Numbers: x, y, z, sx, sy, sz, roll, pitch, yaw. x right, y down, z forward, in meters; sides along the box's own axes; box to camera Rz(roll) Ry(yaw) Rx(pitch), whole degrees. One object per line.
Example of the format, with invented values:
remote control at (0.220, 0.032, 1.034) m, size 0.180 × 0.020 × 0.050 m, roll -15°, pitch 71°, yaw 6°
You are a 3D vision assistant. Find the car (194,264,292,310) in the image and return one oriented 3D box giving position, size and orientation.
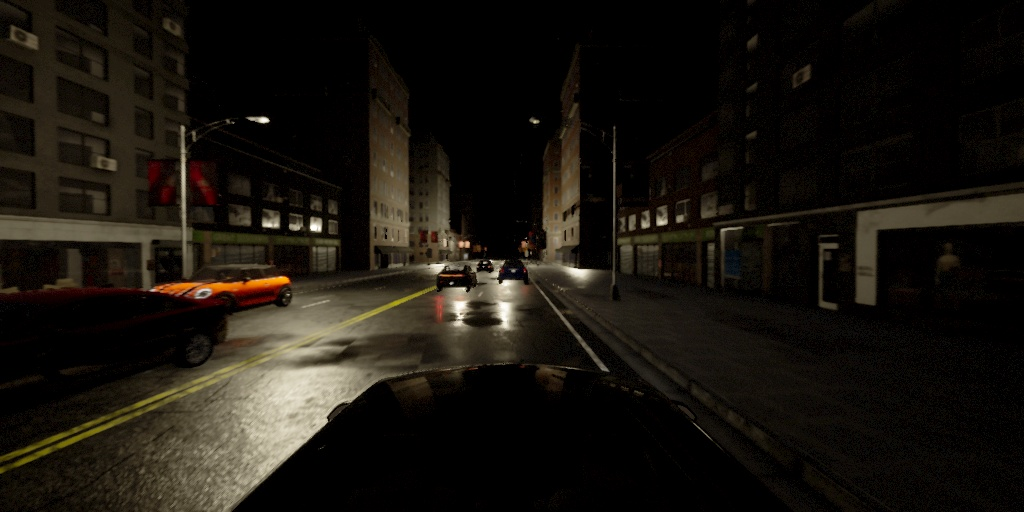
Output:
car at (-9.750, 1.092, 12.286) m, size 2.097 × 1.767 × 4.553 m, roll 0°, pitch 0°, yaw 0°

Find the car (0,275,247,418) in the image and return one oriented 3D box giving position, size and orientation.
car at (-6.565, 1.225, 5.011) m, size 1.882 × 1.535 × 5.008 m, roll 0°, pitch 0°, yaw 0°

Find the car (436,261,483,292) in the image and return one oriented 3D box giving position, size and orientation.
car at (-3.153, 1.219, 21.126) m, size 2.128 × 1.511 × 4.902 m, roll 0°, pitch 0°, yaw 0°

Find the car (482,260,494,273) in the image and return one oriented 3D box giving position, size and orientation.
car at (-3.148, 1.226, 42.326) m, size 2.033 × 1.411 × 5.357 m, roll 0°, pitch 0°, yaw 0°

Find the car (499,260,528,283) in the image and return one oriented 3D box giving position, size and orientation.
car at (0.100, 1.070, 27.202) m, size 2.097 × 1.767 × 4.553 m, roll 0°, pitch 0°, yaw 0°
